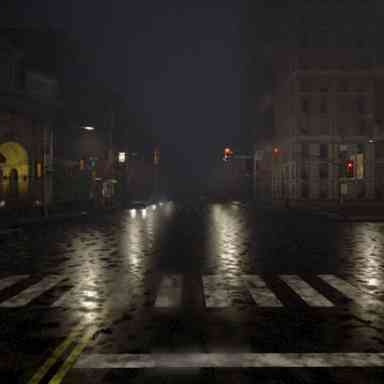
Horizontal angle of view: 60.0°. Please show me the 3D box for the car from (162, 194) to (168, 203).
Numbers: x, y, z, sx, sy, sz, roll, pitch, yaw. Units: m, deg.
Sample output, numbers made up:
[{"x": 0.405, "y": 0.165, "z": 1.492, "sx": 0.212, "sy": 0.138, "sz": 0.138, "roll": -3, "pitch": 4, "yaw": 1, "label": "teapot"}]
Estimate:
[{"x": -6.919, "y": 1.525, "z": 70.352, "sx": 2.128, "sy": 1.511, "sz": 4.902, "roll": 0, "pitch": 0, "yaw": 0, "label": "car"}]

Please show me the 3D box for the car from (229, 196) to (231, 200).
[{"x": 8.270, "y": 1.466, "z": 94.411, "sx": 1.882, "sy": 1.535, "sz": 5.008, "roll": 0, "pitch": 0, "yaw": 38, "label": "car"}]

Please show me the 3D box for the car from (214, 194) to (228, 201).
[{"x": 7.120, "y": 1.525, "z": 85.399, "sx": 2.128, "sy": 1.511, "sz": 4.902, "roll": 0, "pitch": 0, "yaw": 25, "label": "car"}]

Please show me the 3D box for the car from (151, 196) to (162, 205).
[{"x": -7.039, "y": 1.489, "z": 58.612, "sx": 2.128, "sy": 1.511, "sz": 4.902, "roll": 0, "pitch": 0, "yaw": 0, "label": "car"}]

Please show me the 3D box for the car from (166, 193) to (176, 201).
[{"x": -5.414, "y": 1.225, "z": 81.167, "sx": 2.150, "sy": 2.045, "sz": 5.566, "roll": 0, "pitch": 0, "yaw": 13, "label": "car"}]

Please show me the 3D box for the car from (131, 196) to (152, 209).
[{"x": -7.063, "y": 1.601, "z": 45.770, "sx": 1.895, "sy": 1.301, "sz": 4.718, "roll": 0, "pitch": 0, "yaw": 0, "label": "car"}]

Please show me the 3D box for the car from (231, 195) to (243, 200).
[{"x": 12.491, "y": 1.500, "z": 94.191, "sx": 1.837, "sy": 1.490, "sz": 4.892, "roll": 0, "pitch": 0, "yaw": 41, "label": "car"}]

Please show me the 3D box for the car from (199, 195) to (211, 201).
[{"x": 3.319, "y": 1.524, "z": 85.422, "sx": 1.812, "sy": 1.442, "sz": 4.674, "roll": 0, "pitch": 0, "yaw": 22, "label": "car"}]
